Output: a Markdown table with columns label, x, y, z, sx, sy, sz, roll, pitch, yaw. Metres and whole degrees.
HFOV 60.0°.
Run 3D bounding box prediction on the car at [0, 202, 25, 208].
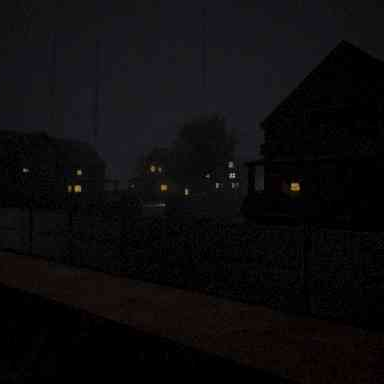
| label | x | y | z | sx | sy | sz | roll | pitch | yaw |
| --- | --- | --- | --- | --- | --- | --- | --- | --- | --- |
| car | -12.100 | 1.295 | 20.743 | 1.895 | 1.301 | 4.718 | 1 | 2 | 34 |

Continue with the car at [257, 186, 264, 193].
| label | x | y | z | sx | sy | sz | roll | pitch | yaw |
| --- | --- | --- | --- | --- | --- | --- | --- | --- | --- |
| car | 11.165 | 0.118 | 48.213 | 2.150 | 2.045 | 5.566 | 1 | 2 | 36 |

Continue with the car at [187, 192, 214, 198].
| label | x | y | z | sx | sy | sz | roll | pitch | yaw |
| --- | --- | --- | --- | --- | --- | --- | --- | --- | --- |
| car | 1.036 | 0.726 | 39.130 | 1.994 | 1.385 | 4.181 | 1 | 2 | 36 |

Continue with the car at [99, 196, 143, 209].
| label | x | y | z | sx | sy | sz | roll | pitch | yaw |
| --- | --- | --- | --- | --- | --- | --- | --- | --- | --- |
| car | -6.263 | 1.021 | 28.941 | 1.994 | 1.385 | 4.181 | 1 | 2 | 37 |
